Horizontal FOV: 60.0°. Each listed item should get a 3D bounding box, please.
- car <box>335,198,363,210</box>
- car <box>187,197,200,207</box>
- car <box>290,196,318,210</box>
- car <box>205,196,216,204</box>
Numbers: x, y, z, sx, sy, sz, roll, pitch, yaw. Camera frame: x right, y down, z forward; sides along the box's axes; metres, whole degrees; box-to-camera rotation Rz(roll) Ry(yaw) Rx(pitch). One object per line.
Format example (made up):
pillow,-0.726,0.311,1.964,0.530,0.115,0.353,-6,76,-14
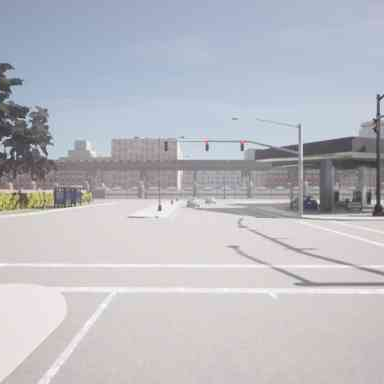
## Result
car,19.011,1.453,40.452,1.970,1.475,3.806,0,0,0
car,0.187,1.522,52.124,1.812,1.442,4.674,0,0,0
car,13.265,1.293,39.698,2.242,1.667,4.611,0,0,0
car,3.588,1.522,64.386,1.812,1.442,4.674,0,0,0
